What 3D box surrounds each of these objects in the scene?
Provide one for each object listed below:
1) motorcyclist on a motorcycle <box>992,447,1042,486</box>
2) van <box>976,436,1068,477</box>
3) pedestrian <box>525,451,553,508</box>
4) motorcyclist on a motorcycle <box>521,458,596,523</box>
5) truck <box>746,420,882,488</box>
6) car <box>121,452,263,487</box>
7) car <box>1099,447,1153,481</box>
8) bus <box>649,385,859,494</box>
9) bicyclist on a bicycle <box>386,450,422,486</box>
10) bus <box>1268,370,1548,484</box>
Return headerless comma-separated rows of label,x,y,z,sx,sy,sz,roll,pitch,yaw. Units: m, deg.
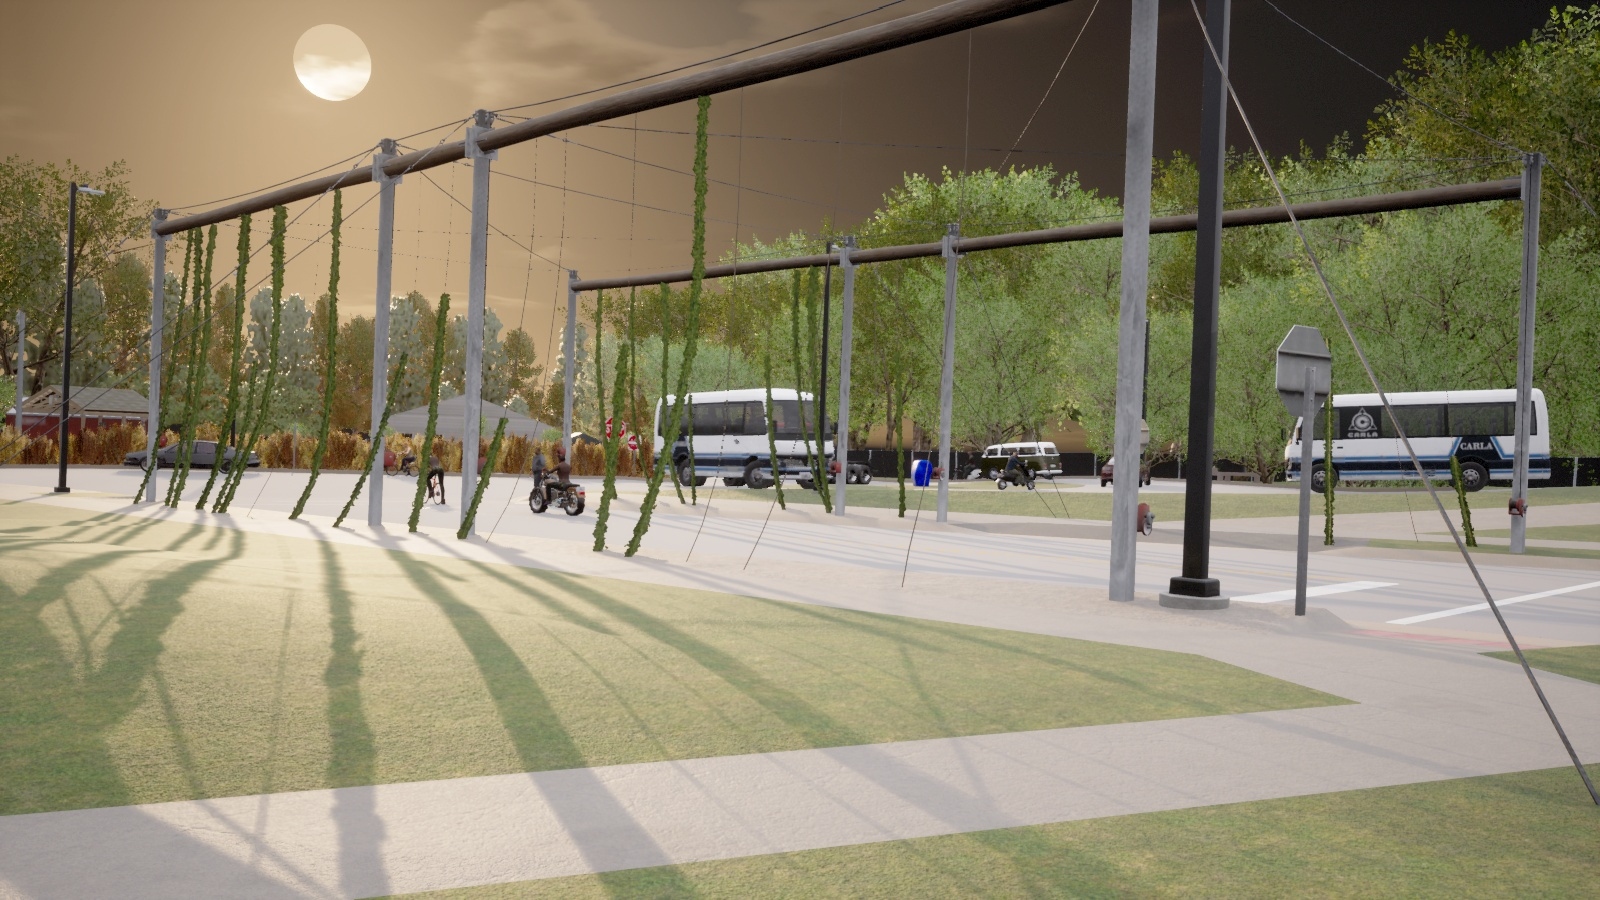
motorcyclist on a motorcycle,8.870,0.664,51.352,1.817,1.590,0.866,0,-1,-19
van,11.947,0.374,67.845,2.069,2.038,4.480,-2,-1,-43
pedestrian,-8.499,0.950,40.880,0.694,1.848,0.540,1,0,-35
motorcyclist on a motorcycle,-6.377,1.053,33.081,2.350,1.649,0.766,-1,-1,45
truck,0.859,0.183,68.097,2.891,3.462,7.936,0,0,41
car,-26.279,0.840,54.530,5.357,1.411,2.033,1,1,-20
car,15.102,0.632,58.059,1.812,1.442,4.674,-1,0,22
bus,-2.218,-0.407,54.068,3.944,4.253,10.273,-1,0,-36
bicyclist on a bicycle,-18.103,0.810,57.391,1.509,1.612,0.866,1,0,-22
bus,25.672,-0.867,53.713,10.273,4.253,3.944,-2,-1,23
